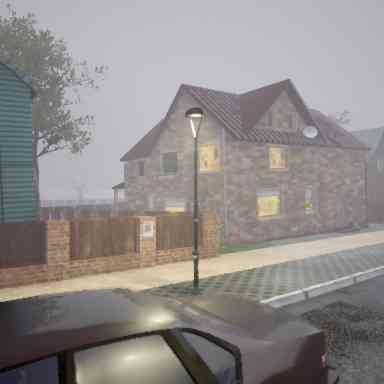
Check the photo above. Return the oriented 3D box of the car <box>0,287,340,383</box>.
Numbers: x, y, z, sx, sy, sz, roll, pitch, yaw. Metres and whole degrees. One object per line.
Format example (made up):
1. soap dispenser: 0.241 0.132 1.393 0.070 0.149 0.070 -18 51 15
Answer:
1. car: -1.175 1.547 2.254 5.357 1.411 2.033 0 0 -36
